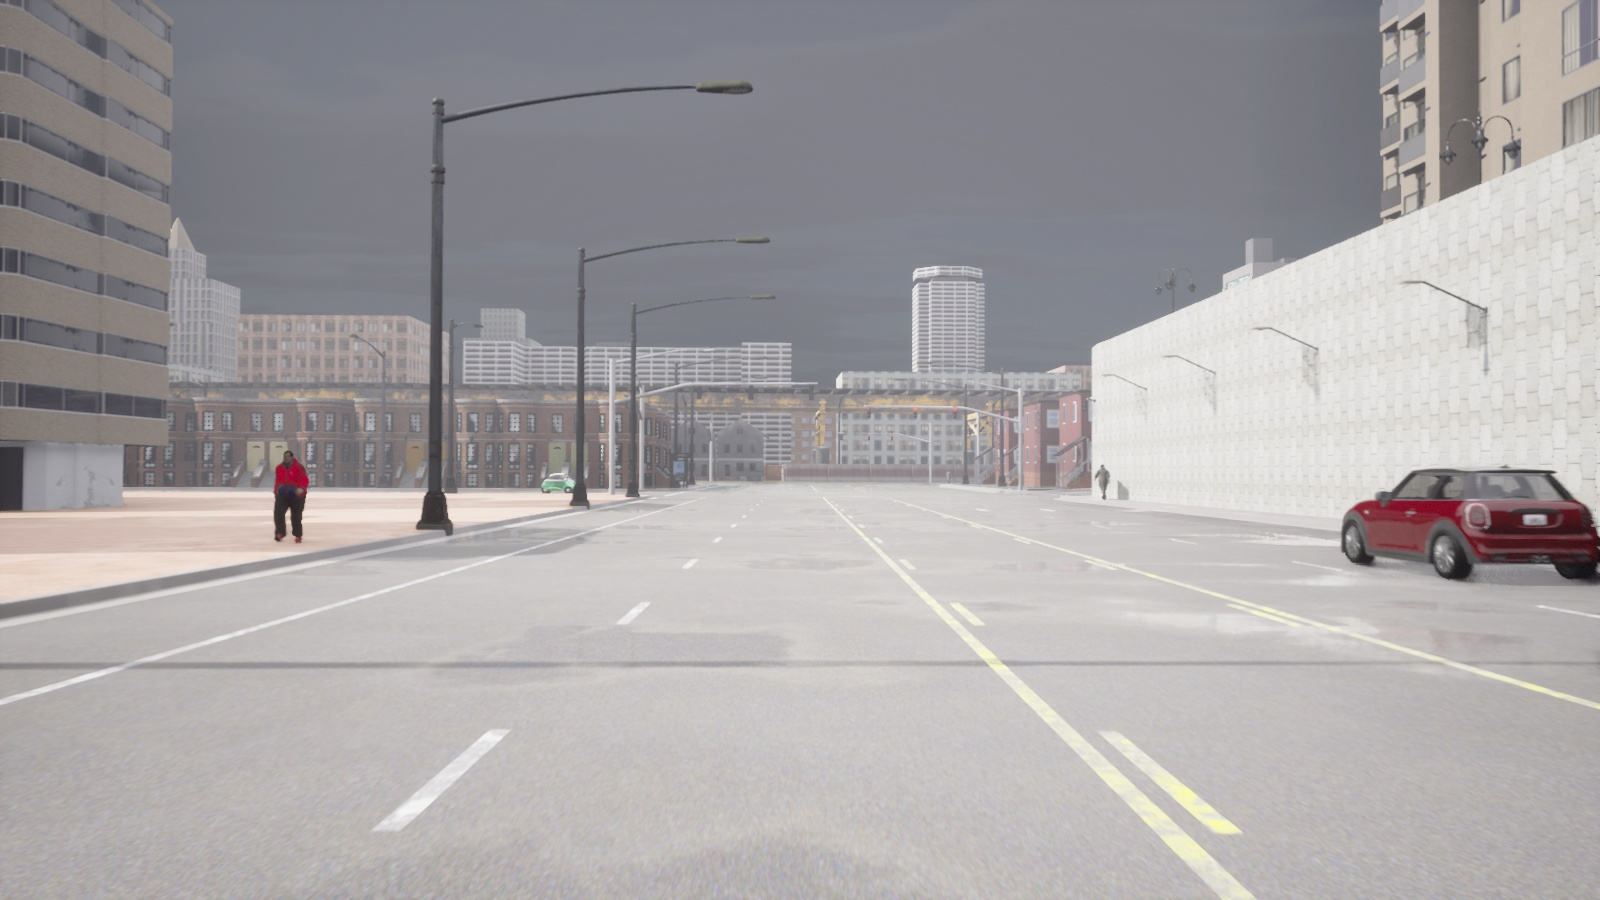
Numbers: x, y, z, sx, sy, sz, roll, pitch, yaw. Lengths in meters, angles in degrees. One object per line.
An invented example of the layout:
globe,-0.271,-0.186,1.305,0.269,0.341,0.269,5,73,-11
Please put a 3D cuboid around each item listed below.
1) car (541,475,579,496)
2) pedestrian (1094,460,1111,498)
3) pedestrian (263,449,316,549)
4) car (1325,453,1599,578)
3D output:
car,-15.763,2.330,82.507,2.207,1.376,1.481,-1,-1,0
pedestrian,15.560,1.500,64.527,0.659,1.952,0.873,0,-1,0
pedestrian,-9.588,0.908,23.614,0.634,1.844,0.899,0,-1,-2
car,10.434,0.973,20.138,2.097,1.767,4.553,0,-1,0
